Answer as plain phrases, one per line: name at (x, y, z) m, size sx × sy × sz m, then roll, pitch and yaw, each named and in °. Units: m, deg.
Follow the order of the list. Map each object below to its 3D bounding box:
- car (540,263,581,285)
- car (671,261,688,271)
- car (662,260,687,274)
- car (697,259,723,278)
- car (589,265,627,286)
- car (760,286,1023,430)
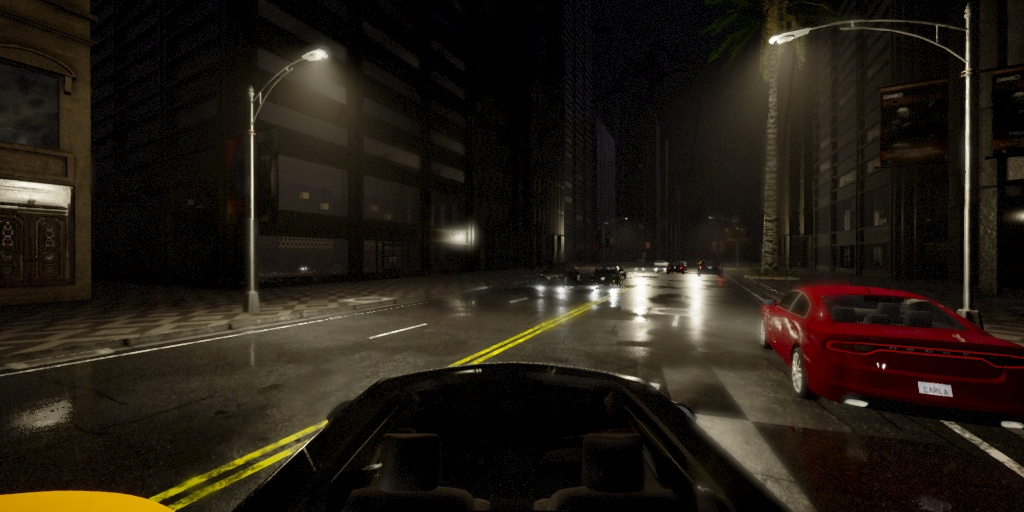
car at (3.608, 1.261, 26.212) m, size 1.837 × 1.490 × 4.892 m, roll 0°, pitch 0°, yaw 27°
car at (23.553, 1.380, 50.306) m, size 1.895 × 1.301 × 4.718 m, roll 0°, pitch 0°, yaw 27°
car at (18.662, 1.317, 40.809) m, size 2.033 × 1.411 × 5.357 m, roll 0°, pitch 0°, yaw 27°
car at (19.301, 1.117, 34.987) m, size 2.097 × 1.767 × 4.553 m, roll 0°, pitch 0°, yaw 27°
car at (6.926, 1.321, 25.555) m, size 1.994 × 1.385 × 4.181 m, roll 0°, pitch 0°, yaw 27°
car at (5.516, 1.228, 5.915) m, size 1.882 × 1.535 × 5.008 m, roll 0°, pitch 0°, yaw 27°
